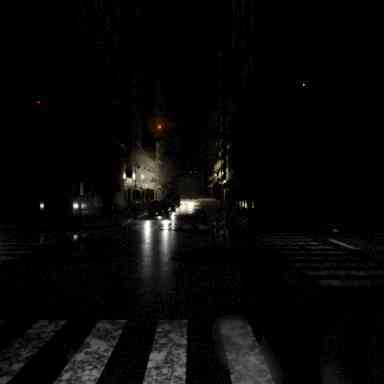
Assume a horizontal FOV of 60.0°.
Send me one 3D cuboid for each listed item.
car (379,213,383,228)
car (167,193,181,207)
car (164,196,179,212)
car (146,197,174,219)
[{"bbox_3d":[12.338,1.282,16.892,5.009,1.841,2.192,0,0,0],"label":"car"},{"bbox_3d":[-2.874,1.197,49.552,2.150,2.045,5.566,0,0,0],"label":"car"},{"bbox_3d":[-2.864,1.511,39.152,1.812,1.442,4.674,0,0,0],"label":"car"},{"bbox_3d":[-2.865,1.496,29.285,1.837,1.490,4.892,0,0,0],"label":"car"}]
